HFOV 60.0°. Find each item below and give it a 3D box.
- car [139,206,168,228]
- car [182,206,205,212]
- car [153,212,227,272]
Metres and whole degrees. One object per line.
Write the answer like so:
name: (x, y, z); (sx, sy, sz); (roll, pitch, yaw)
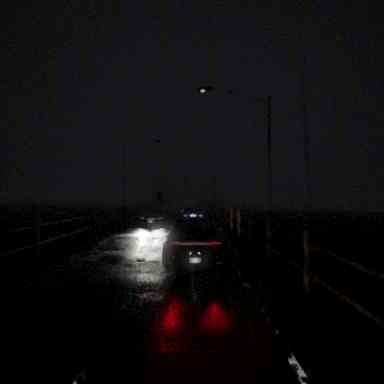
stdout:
car: (-2.846, 1.829, 25.373); (2.128, 1.511, 4.902); (0, -1, 0)
car: (0.098, 1.925, 28.341); (2.033, 1.411, 5.357); (0, -1, 0)
car: (0.090, 1.643, 11.307); (2.128, 1.511, 4.902); (0, -1, 0)
